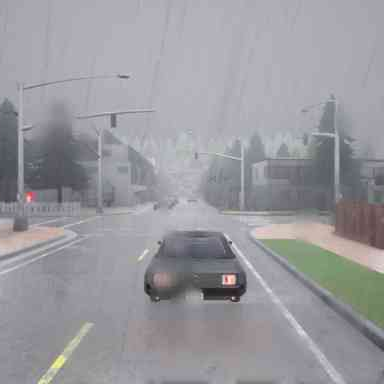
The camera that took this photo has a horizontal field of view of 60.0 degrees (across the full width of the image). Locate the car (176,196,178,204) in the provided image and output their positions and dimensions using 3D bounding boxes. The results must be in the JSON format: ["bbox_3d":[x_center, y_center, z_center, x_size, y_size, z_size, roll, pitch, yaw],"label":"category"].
[{"bbox_3d":[-3.561,1.526,52.222,1.812,1.442,4.674,0,0,0],"label":"car"}]

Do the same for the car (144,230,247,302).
[{"bbox_3d":[0.073,1.601,8.202,1.895,1.301,4.718,0,0,0],"label":"car"}]

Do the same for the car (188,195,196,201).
[{"bbox_3d":[0.051,1.478,81.469,1.882,1.535,5.008,0,0,0],"label":"car"}]

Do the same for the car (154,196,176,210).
[{"bbox_3d":[-3.572,1.352,41.988,2.097,1.767,4.553,0,0,0],"label":"car"}]

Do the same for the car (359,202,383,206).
[{"bbox_3d":[15.317,1.582,29.258,4.718,1.301,1.895,0,0,-8],"label":"car"}]

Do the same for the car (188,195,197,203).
[{"bbox_3d":[0.047,1.595,71.433,1.895,1.301,4.718,0,0,0],"label":"car"}]
